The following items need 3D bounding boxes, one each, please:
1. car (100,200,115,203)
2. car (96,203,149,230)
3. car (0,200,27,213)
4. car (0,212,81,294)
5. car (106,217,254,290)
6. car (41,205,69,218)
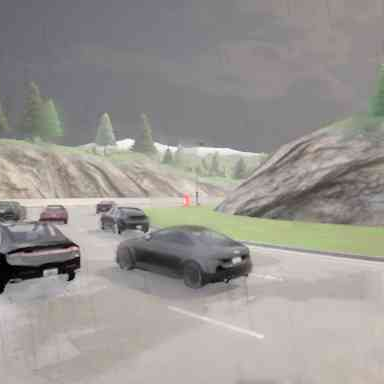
[{"bbox_3d":[-9.726,1.697,38.506,1.882,1.535,5.008,0,0,-4],"label":"car"},{"bbox_3d":[-4.093,1.624,19.822,1.837,1.490,4.892,0,0,-32],"label":"car"},{"bbox_3d":[-14.461,1.465,26.313,2.097,1.767,4.553,1,0,-18],"label":"car"},{"bbox_3d":[-4.710,1.533,8.994,2.128,1.511,4.902,0,0,-43],"label":"car"},{"bbox_3d":[-0.359,1.630,9.489,4.181,1.385,1.994,0,0,44],"label":"car"},{"bbox_3d":[-10.810,1.694,26.230,1.994,1.385,4.181,0,0,-20],"label":"car"}]
